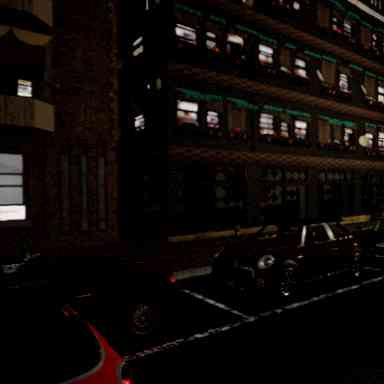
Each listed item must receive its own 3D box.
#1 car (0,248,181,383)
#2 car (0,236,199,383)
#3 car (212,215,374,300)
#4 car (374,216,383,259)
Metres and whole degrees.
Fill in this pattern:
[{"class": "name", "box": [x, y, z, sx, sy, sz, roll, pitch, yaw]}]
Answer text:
[{"class": "car", "box": [-2.520, 1.356, 1.573, 4.553, 1.767, 2.097, 0, 0, -35]}, {"class": "car", "box": [-2.127, 1.579, 5.013, 4.206, 1.307, 1.802, 0, -1, -36]}, {"class": "car", "box": [2.430, 1.421, 8.270, 4.097, 1.590, 1.967, 0, -1, -36]}, {"class": "car", "box": [6.990, 1.515, 11.524, 4.403, 1.369, 2.008, 0, -1, -36]}]
